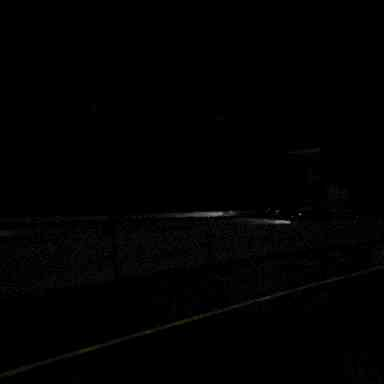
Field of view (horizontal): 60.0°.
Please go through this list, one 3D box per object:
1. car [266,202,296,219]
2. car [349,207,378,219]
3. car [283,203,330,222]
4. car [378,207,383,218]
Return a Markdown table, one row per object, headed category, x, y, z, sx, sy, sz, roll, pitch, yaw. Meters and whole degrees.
| category | x | y | z | sx | sy | sz | roll | pitch | yaw |
| --- | --- | --- | --- | --- | --- | --- | --- | --- | --- |
| car | 10.176 | 1.978 | 36.007 | 4.553 | 1.767 | 2.097 | 1 | -1 | -29 |
| car | 17.024 | 2.120 | 31.758 | 4.181 | 1.385 | 1.994 | 1 | -1 | -28 |
| car | 11.575 | 2.097 | 32.781 | 4.674 | 1.442 | 1.812 | 1 | -1 | -29 |
| car | 18.910 | 1.999 | 28.794 | 4.902 | 1.511 | 2.128 | 1 | -1 | -27 |
